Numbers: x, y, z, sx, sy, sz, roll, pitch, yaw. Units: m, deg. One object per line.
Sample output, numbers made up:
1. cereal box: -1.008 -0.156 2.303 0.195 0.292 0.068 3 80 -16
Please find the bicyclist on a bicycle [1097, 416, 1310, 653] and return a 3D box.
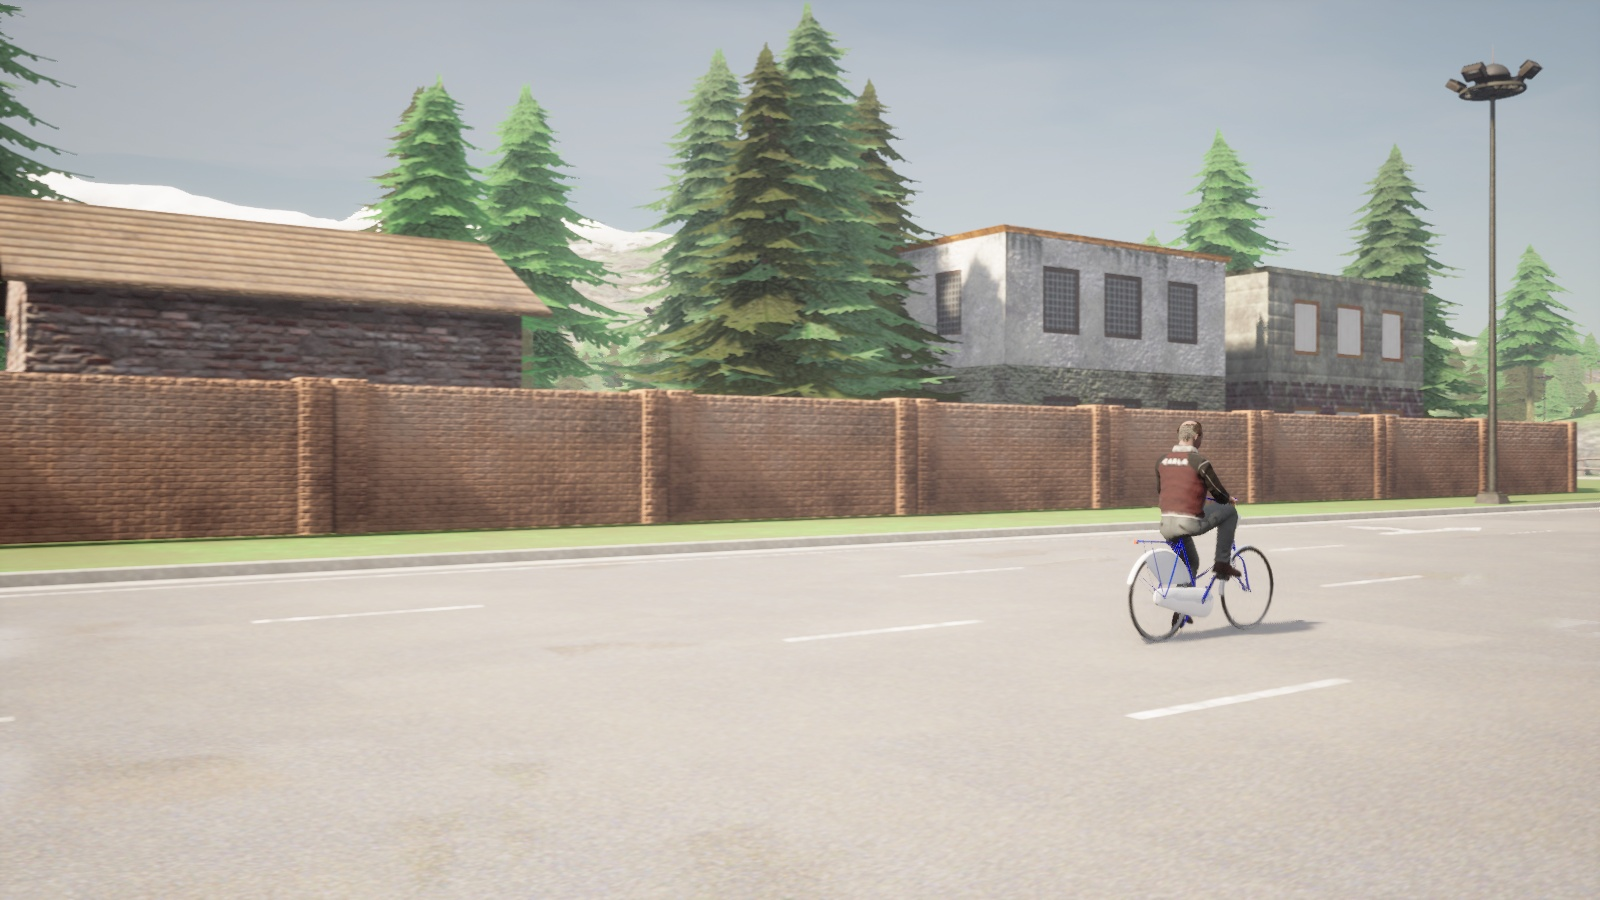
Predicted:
1. bicyclist on a bicycle: 3.306 0.633 10.225 1.843 1.776 0.659 0 0 -35
